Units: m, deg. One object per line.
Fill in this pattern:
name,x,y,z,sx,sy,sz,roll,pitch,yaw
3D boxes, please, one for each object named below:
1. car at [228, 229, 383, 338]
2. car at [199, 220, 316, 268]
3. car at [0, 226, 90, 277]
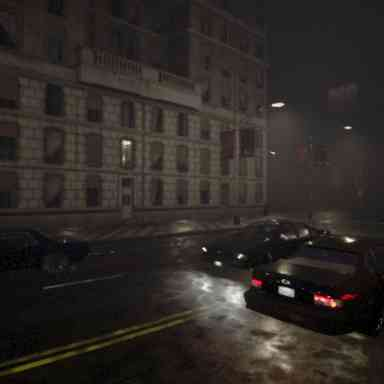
car,3.370,1.623,6.811,5.357,1.411,2.033,1,-1,-41
car,2.734,1.649,11.088,5.357,1.411,2.033,1,-1,-41
car,-5.345,1.624,8.910,4.718,1.301,1.895,1,-1,-38
